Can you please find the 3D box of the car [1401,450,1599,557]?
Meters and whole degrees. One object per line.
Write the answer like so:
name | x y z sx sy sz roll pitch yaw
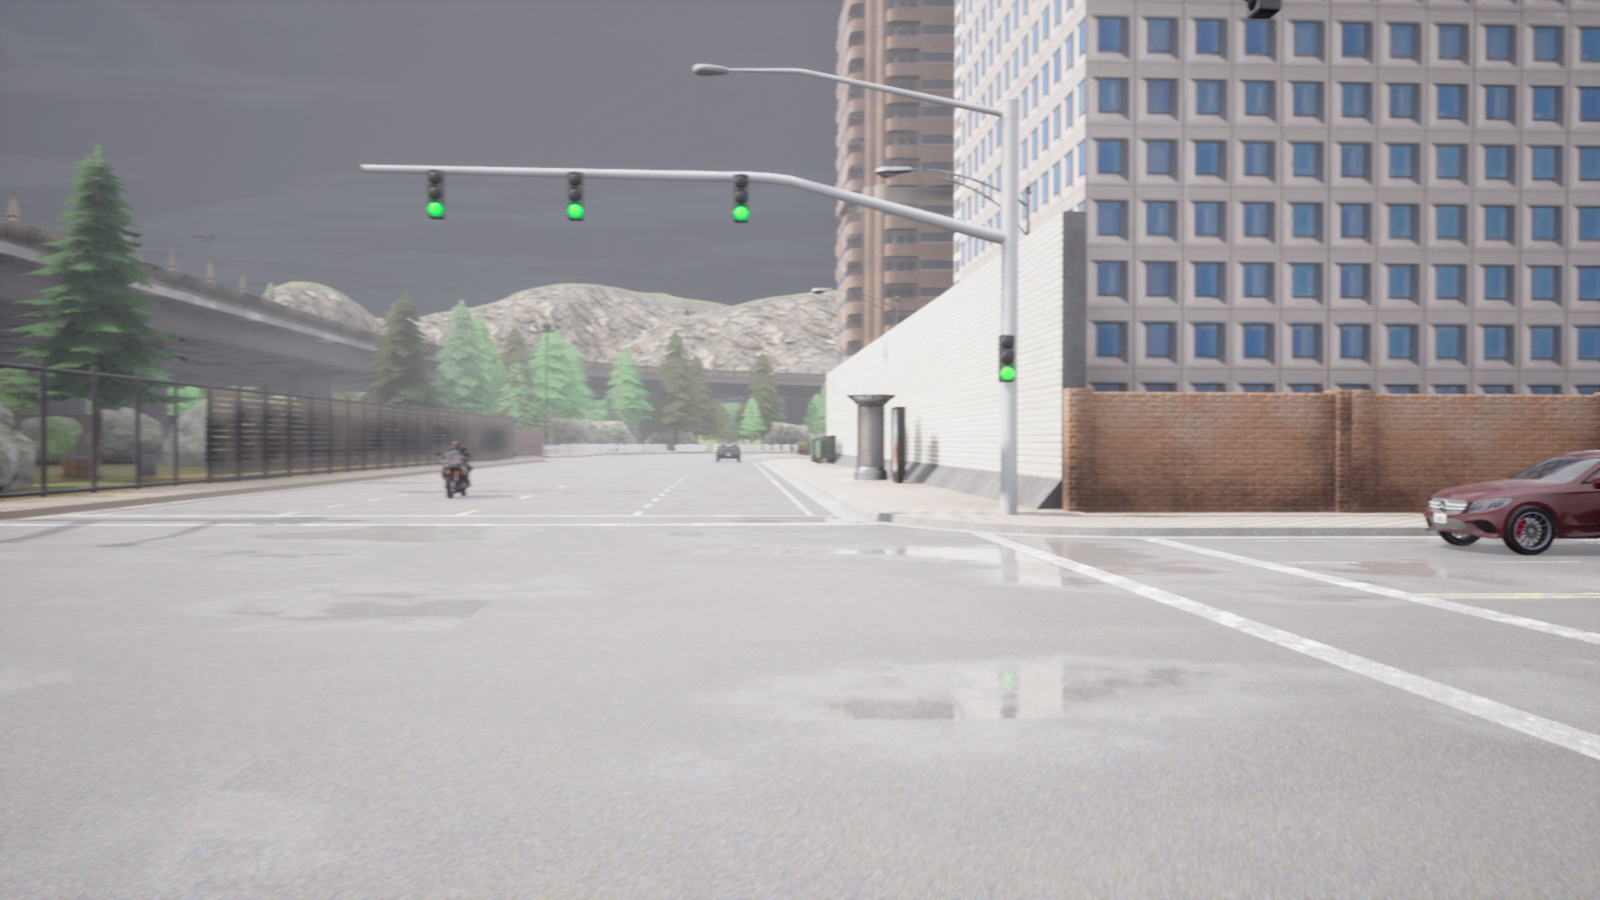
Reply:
car | 11.445 0.739 18.143 4.674 1.442 1.812 0 0 -4

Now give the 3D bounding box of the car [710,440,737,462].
car | -5.403 0.071 88.587 1.816 1.474 4.193 0 0 -3

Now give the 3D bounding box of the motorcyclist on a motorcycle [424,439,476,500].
motorcyclist on a motorcycle | -9.105 0.490 32.745 0.866 1.530 2.191 0 0 -3
